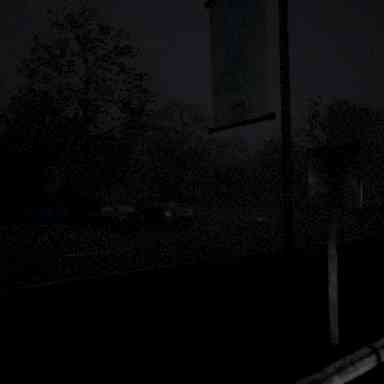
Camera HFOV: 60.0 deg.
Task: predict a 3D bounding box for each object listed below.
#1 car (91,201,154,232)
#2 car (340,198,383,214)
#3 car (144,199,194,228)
[{"bbox_3d":[-4.369,1.410,19.373,2.002,1.452,4.674,0,0,-36],"label":"car"},{"bbox_3d":[18.107,1.480,35.228,2.002,1.452,4.674,0,0,-35],"label":"car"},{"bbox_3d":[-1.817,1.251,21.256,2.185,1.767,4.553,0,0,-35],"label":"car"}]
